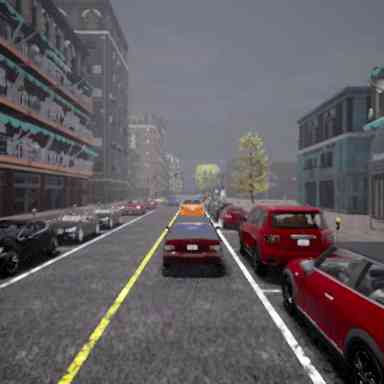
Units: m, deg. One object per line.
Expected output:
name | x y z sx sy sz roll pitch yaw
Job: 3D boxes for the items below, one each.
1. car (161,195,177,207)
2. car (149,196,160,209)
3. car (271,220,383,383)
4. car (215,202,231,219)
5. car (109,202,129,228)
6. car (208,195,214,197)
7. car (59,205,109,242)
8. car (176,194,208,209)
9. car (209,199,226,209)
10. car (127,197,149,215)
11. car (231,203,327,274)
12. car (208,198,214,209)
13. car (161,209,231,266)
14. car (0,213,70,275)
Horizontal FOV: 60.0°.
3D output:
car | -3.087 1.326 50.654 2.097 1.767 4.553 0 0 0
car | -5.693 1.414 43.656 1.967 1.590 4.097 0 0 0
car | 2.691 1.433 4.883 1.967 1.590 4.097 0 0 0
car | 2.689 1.558 21.499 1.802 1.307 4.206 0 0 0
car | -5.691 1.527 21.499 2.008 1.369 4.403 0 0 0
car | 2.688 1.500 49.366 1.752 1.417 4.829 0 0 0
car | -5.690 1.531 15.961 2.008 1.369 4.403 0 0 0
car | 0.044 1.325 28.467 2.097 1.767 4.553 0 0 1
car | 2.689 1.540 27.039 1.947 1.339 4.313 0 0 0
car | -5.692 1.414 32.577 1.967 1.590 4.097 0 0 0
car | 2.691 1.300 10.423 2.192 1.841 5.009 0 0 0
car | 2.689 1.525 32.577 2.008 1.369 4.403 0 0 0
car | 0.022 1.532 11.410 2.033 1.411 5.357 0 0 0
car | -5.690 1.552 10.423 1.947 1.339 4.313 0 0 0
